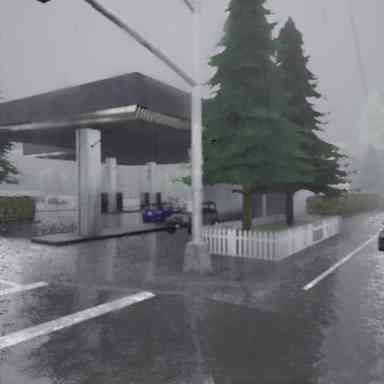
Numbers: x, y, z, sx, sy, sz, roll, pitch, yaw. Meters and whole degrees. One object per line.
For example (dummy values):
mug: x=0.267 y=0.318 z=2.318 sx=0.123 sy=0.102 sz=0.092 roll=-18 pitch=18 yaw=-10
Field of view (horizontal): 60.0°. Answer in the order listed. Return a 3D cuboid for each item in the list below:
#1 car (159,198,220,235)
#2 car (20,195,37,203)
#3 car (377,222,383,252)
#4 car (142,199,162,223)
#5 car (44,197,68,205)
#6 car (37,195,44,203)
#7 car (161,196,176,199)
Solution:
car: x=0.156 y=1.494 z=20.309 sx=1.905 sy=1.878 sz=3.866 roll=0 pitch=0 yaw=35
car: x=-38.703 y=1.679 z=77.622 sx=3.866 sy=1.878 sz=1.905 roll=0 pitch=0 yaw=35
car: x=8.963 y=1.676 z=13.666 sx=1.994 sy=1.385 sz=4.181 roll=0 pitch=0 yaw=36
car: x=-1.934 y=1.698 z=27.127 sx=2.242 sy=1.667 sz=4.611 roll=0 pitch=0 yaw=35
car: x=-25.987 y=1.782 z=64.286 sx=4.514 sy=1.523 sz=2.007 roll=0 pitch=0 yaw=35
car: x=-37.351 y=1.701 z=80.228 sx=4.605 sy=1.855 sz=1.932 roll=0 pitch=0 yaw=35
car: x=-7.025 y=1.757 z=77.587 sx=5.027 sy=1.636 sz=2.152 roll=0 pitch=0 yaw=35
